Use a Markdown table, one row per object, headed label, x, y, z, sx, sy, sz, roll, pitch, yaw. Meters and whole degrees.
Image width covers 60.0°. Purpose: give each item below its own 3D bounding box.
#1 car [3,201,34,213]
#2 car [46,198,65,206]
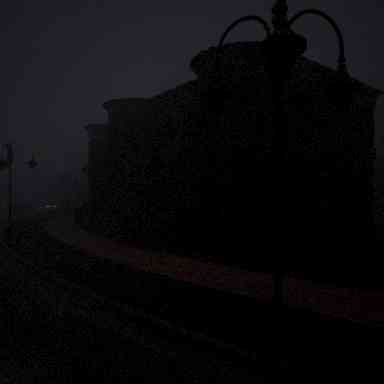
| label | x | y | z | sx | sy | sz | roll | pitch | yaw |
| --- | --- | --- | --- | --- | --- | --- | --- | --- | --- |
| car | -19.880 | 1.674 | 38.450 | 1.895 | 1.301 | 4.718 | 0 | 0 | -7 |
| car | -24.575 | 1.701 | 59.838 | 1.994 | 1.385 | 4.181 | 0 | 0 | 2 |
